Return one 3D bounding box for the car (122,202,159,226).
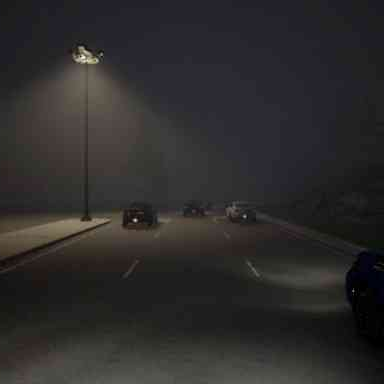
[{"bbox_3d":[-3.393,1.424,22.355,1.837,1.490,4.892,0,0,0],"label":"car"}]

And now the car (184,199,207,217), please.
[{"bbox_3d":[0.224,1.415,30.293,1.812,1.442,4.674,0,0,2],"label":"car"}]

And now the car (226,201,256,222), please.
[{"bbox_3d":[3.617,1.434,25.062,1.812,1.442,4.674,0,0,0],"label":"car"}]

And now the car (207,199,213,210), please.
[{"bbox_3d":[1.455,1.452,41.011,1.895,1.301,4.718,0,0,12],"label":"car"}]

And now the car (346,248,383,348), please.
[{"bbox_3d":[3.600,1.210,3.100,2.150,2.045,5.566,0,0,0],"label":"car"}]
